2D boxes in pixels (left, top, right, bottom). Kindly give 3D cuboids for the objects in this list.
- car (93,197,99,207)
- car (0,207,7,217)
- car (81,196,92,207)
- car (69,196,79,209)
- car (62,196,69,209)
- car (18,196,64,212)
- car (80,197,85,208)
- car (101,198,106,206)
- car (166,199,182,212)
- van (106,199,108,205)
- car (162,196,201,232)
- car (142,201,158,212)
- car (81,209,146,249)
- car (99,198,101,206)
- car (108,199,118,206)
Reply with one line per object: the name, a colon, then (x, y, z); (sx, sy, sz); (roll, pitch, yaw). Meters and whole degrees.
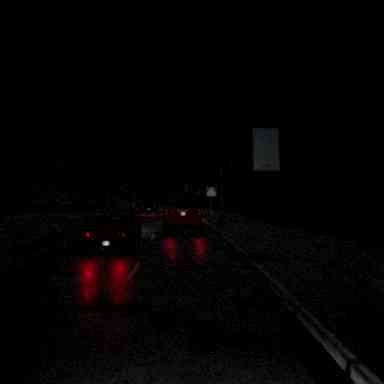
car: (-21.213, 1.870, 63.352); (5.566, 2.045, 2.435); (0, -1, -25)
car: (-18.280, 1.531, 27.778); (5.008, 1.535, 2.097); (-1, 0, -24)
car: (-20.680, 1.713, 57.452); (5.566, 2.045, 2.435); (0, -2, -25)
car: (-19.808, 1.768, 48.616); (5.366, 1.575, 1.946); (0, -1, -25)
car: (-19.763, 1.594, 45.557); (4.553, 1.767, 2.185); (0, -1, -25)
car: (-19.481, 1.673, 42.601); (5.008, 1.535, 2.097); (0, -1, -25)
car: (-20.462, 1.933, 54.461); (4.674, 1.452, 2.002); (0, -2, -25)
car: (-22.083, 2.394, 72.177); (5.366, 1.575, 1.946); (0, -2, -25)
car: (-2.338, 1.712, 42.293); (1.882, 1.535, 5.008); (0, -1, -5)
van: (-22.058, 2.268, 75.285); (4.442, 1.987, 1.878); (0, -2, -25)
car: (-0.656, 1.276, 20.721); (2.150, 2.045, 5.566); (0, 0, -4)
car: (-5.361, 1.828, 42.456); (1.895, 1.301, 4.718); (0, -1, -5)
car: (-3.319, 1.627, 14.653); (1.895, 1.301, 4.718); (0, 0, -3)
car: (-21.435, 2.211, 66.326); (5.008, 1.535, 2.097); (0, -2, -25)
car: (-22.964, 2.873, 87.173); (5.366, 1.575, 1.946); (0, -2, -25)
